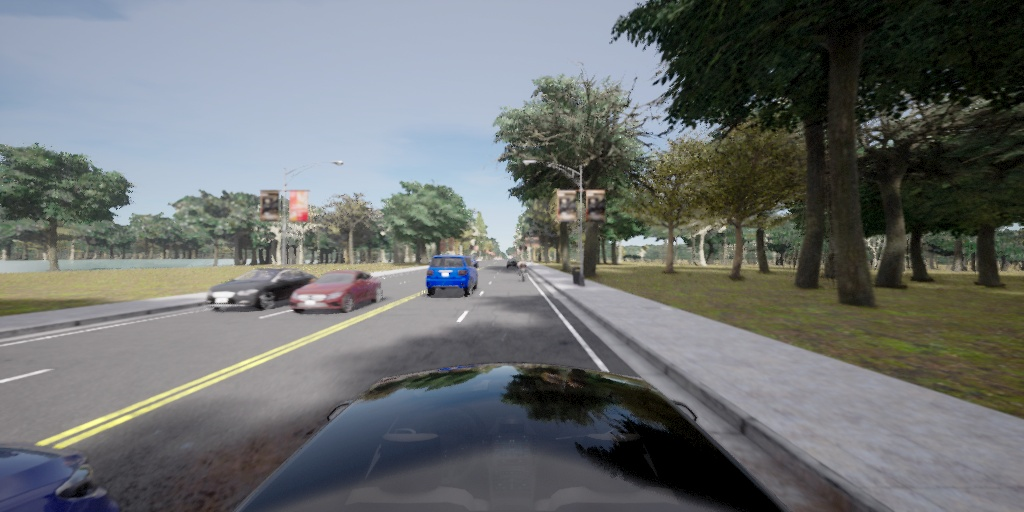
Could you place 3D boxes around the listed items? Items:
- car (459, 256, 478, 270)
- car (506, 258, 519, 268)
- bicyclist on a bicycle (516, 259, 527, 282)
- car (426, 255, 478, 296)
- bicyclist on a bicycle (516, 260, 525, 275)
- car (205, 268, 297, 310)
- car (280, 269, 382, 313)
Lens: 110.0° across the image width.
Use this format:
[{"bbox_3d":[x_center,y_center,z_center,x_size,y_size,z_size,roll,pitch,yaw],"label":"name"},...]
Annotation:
[{"bbox_3d":[-6.559,0.955,55.047,2.150,2.045,5.566,0,0,1],"label":"car"},{"bbox_3d":[0.043,1.239,59.134,1.837,1.490,4.892,0,0,1],"label":"car"},{"bbox_3d":[0.893,1.118,28.051,0.659,1.776,1.843,0,0,0],"label":"bicyclist on a bicycle"},{"bbox_3d":[-3.152,0.971,19.647,2.150,2.045,5.566,0,0,0],"label":"car"},{"bbox_3d":[0.885,1.181,37.566,0.866,1.612,1.509,0,0,0],"label":"bicyclist on a bicycle"},{"bbox_3d":[-9.847,1.242,14.617,2.128,1.511,4.902,0,0,0],"label":"car"},{"bbox_3d":[-6.599,1.276,14.050,1.812,1.442,4.674,0,0,0],"label":"car"}]
